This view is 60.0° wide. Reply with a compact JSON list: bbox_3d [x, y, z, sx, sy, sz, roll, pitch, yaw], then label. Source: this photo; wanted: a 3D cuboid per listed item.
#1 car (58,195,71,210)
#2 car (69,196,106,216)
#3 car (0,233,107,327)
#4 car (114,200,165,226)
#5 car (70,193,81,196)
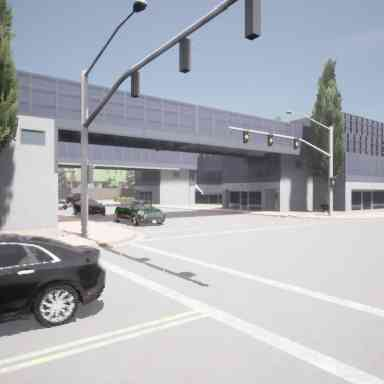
[{"bbox_3d":[-17.176,1.491,41.981,2.128,1.511,4.902,0,0,-36],"label":"car"},{"bbox_3d":[-9.932,1.478,32.013,1.882,1.535,5.008,0,0,-36],"label":"car"},{"bbox_3d":[-3.897,1.505,5.478,4.892,1.490,1.837,0,0,-35],"label":"car"},{"bbox_3d":[-3.771,1.352,23.552,2.097,1.767,4.553,0,0,-36],"label":"car"},{"bbox_3d":[-20.711,1.216,59.048,2.150,2.045,5.566,0,-1,-36],"label":"car"}]
